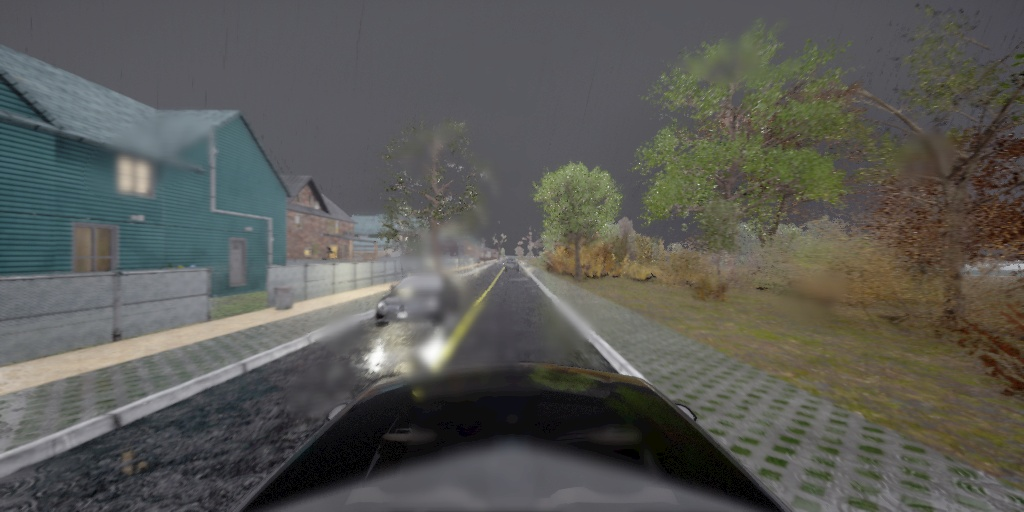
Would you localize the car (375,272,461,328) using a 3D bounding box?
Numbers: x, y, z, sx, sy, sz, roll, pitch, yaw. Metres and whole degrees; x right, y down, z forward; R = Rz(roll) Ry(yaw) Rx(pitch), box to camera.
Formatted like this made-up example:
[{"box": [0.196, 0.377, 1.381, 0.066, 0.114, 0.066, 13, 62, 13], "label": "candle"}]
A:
[{"box": [-2.788, 1.276, 11.599, 1.812, 1.442, 4.674, 0, 0, 1], "label": "car"}]

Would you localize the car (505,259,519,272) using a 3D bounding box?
[{"box": [0.000, 1.246, 47.300, 2.128, 1.511, 4.902, 0, 0, 0], "label": "car"}]
